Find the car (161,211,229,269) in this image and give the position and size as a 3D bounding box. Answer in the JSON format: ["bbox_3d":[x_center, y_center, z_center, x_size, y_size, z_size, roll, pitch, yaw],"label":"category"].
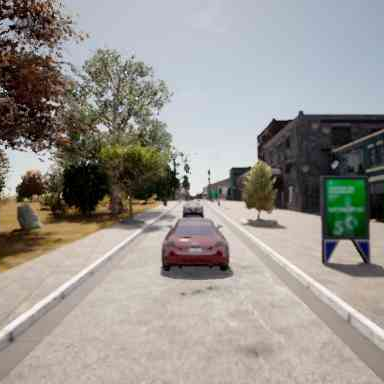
[{"bbox_3d":[0.097,1.550,11.053,1.994,1.385,4.181,0,0,0],"label":"car"}]

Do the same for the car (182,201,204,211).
[{"bbox_3d":[0.104,1.509,29.559,2.033,1.411,5.357,0,0,0],"label":"car"}]
